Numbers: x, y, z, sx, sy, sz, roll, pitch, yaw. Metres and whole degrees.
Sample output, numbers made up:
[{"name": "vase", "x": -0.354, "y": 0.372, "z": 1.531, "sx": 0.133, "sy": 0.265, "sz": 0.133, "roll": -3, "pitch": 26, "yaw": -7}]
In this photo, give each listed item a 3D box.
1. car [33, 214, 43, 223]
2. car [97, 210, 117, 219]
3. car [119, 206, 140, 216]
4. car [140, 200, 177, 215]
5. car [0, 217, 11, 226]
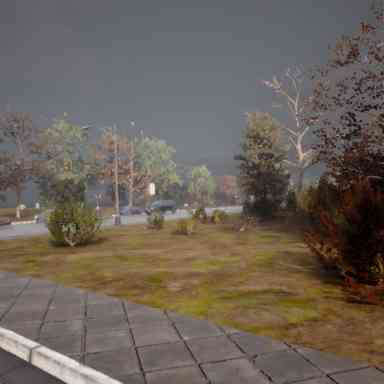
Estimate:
[{"name": "car", "x": -14.887, "y": 2.513, "z": 36.500, "sx": 2.128, "sy": 1.511, "sz": 4.902, "roll": -3, "pitch": -2, "yaw": 33}, {"name": "car", "x": -9.815, "y": 2.240, "z": 31.023, "sx": 2.033, "sy": 1.411, "sz": 5.357, "roll": -3, "pitch": -2, "yaw": 33}, {"name": "car", "x": -8.755, "y": 2.637, "z": 46.201, "sx": 1.994, "sy": 1.385, "sz": 4.181, "roll": -3, "pitch": -2, "yaw": 31}, {"name": "car", "x": -4.313, "y": 2.155, "z": 46.697, "sx": 2.150, "sy": 2.045, "sz": 5.566, "roll": -3, "pitch": -2, "yaw": 32}, {"name": "car", "x": -17.364, "y": 2.394, "z": 26.350, "sx": 2.033, "sy": 1.411, "sz": 5.357, "roll": -3, "pitch": -2, "yaw": 34}]
